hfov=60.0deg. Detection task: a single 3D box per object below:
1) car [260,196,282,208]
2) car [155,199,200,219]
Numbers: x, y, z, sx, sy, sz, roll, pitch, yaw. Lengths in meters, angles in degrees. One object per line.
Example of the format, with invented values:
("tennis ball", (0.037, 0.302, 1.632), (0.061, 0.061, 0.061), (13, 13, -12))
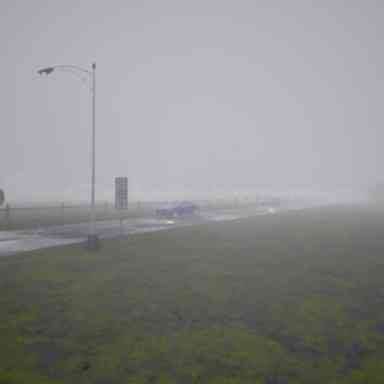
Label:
("car", (11.430, 1.426, 47.738), (1.837, 1.490, 4.892), (1, 0, 34))
("car", (-1.208, 1.408, 29.104), (1.882, 1.535, 5.008), (1, 1, 34))
